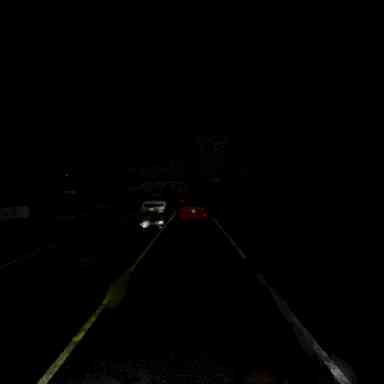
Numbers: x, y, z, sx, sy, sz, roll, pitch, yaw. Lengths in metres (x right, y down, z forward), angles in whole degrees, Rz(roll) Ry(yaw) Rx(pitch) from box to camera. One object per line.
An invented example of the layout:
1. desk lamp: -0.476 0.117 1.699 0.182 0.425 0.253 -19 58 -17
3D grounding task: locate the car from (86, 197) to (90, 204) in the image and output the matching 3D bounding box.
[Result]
1. car: -23.466 1.372 68.221 5.566 2.045 2.150 -1 -1 30

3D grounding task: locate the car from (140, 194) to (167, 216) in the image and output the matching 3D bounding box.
1. car: -3.655 1.206 32.626 2.150 2.045 5.566 0 0 0

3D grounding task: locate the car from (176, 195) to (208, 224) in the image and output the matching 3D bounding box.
1. car: 0.102 1.340 24.995 2.097 1.767 4.553 0 0 0

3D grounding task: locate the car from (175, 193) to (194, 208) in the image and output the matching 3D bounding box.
1. car: -0.813 1.205 42.840 2.150 2.045 5.566 0 0 -10
